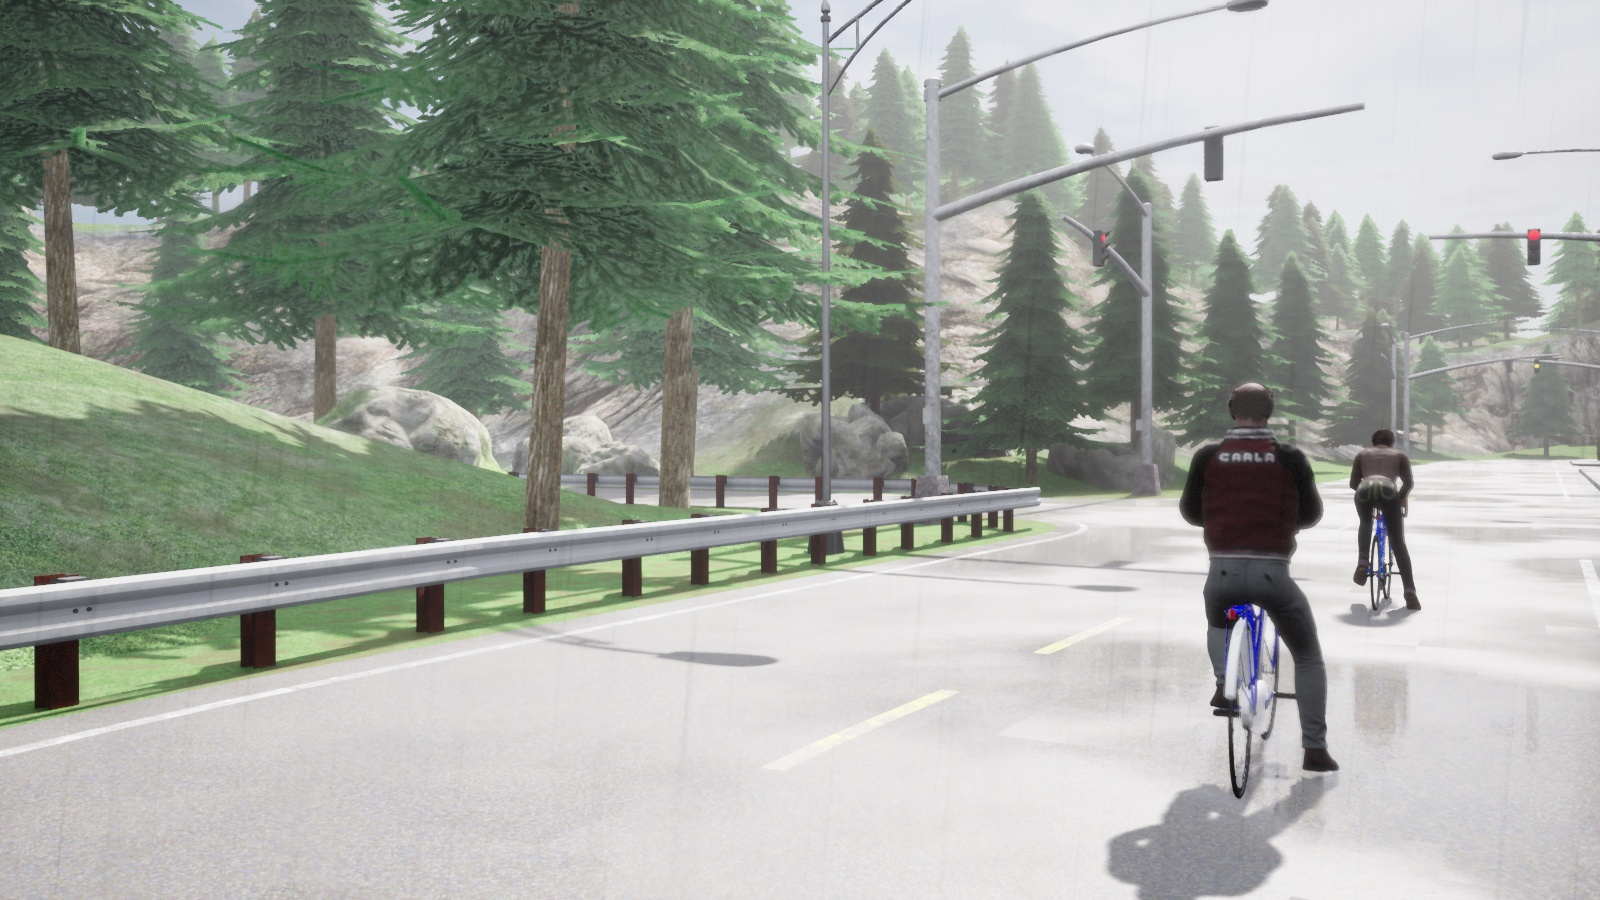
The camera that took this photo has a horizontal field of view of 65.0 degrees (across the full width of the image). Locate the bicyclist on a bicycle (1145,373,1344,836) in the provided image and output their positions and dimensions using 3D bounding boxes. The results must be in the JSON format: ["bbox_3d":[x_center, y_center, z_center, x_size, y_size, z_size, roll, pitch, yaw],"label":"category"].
[{"bbox_3d":[2.104,0.586,5.788,0.659,1.776,1.843,0,1,26],"label":"bicyclist on a bicycle"}]

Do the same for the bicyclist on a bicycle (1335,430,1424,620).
[{"bbox_3d":[5.347,0.638,11.548,0.582,1.620,1.656,0,0,30],"label":"bicyclist on a bicycle"}]
